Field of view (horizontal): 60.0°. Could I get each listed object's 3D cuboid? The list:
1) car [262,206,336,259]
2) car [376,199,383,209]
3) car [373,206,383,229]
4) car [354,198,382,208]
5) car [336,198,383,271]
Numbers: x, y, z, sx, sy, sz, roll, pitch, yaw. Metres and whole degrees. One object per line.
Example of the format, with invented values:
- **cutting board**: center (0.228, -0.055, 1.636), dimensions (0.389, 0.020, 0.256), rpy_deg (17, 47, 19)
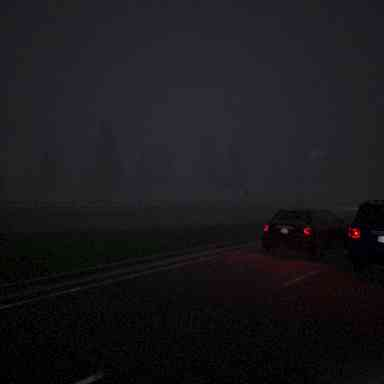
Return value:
- **car**: center (4.754, 1.395, 13.186), dimensions (2.097, 1.767, 4.553), rpy_deg (0, 0, 45)
- **car**: center (29.460, 1.734, 48.935), dimensions (5.357, 1.411, 2.033), rpy_deg (0, 0, -36)
- **car**: center (14.354, 1.635, 22.473), dimensions (5.357, 1.411, 2.033), rpy_deg (0, 0, -41)
- **car**: center (27.467, 1.668, 51.809), dimensions (5.008, 1.535, 1.882), rpy_deg (0, 0, -36)
- **car**: center (6.651, 1.263, 10.164), dimensions (2.150, 2.045, 5.566), rpy_deg (0, 0, 44)
